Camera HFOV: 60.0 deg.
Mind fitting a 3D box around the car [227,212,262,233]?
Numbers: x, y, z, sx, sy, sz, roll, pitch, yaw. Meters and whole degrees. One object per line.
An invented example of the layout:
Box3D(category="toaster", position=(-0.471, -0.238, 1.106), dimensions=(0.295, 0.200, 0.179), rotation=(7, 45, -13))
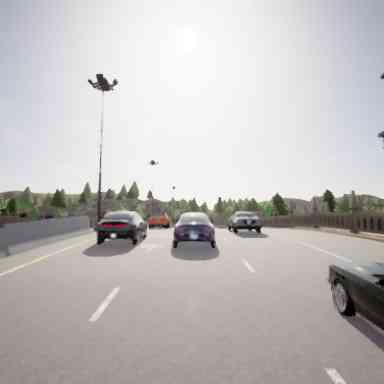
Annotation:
Box3D(category="car", position=(3.602, 2.120, 23.457), dimensions=(2.033, 1.411, 5.357), rotation=(0, -4, 0))

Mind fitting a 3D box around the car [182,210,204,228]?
Box3D(category="car", position=(0.103, 2.824, 34.030), dimensions=(2.097, 1.767, 4.553), rotation=(0, -6, 0))

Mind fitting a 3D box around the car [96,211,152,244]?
Box3D(category="car", position=(-3.399, 1.727, 16.791), dimensions=(1.837, 1.490, 4.892), rotation=(0, -2, 0))

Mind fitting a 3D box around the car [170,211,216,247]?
Box3D(category="car", position=(0.101, 1.710, 15.756), dimensions=(1.812, 1.442, 4.674), rotation=(0, -2, 0))

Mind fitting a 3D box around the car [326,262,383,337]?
Box3D(category="car", position=(3.600, 1.608, 4.545), dimensions=(1.895, 1.301, 4.718), rotation=(0, 0, 0))

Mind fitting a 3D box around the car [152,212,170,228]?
Box3D(category="car", position=(-3.397, 3.000, 35.705), dimensions=(2.097, 1.767, 4.553), rotation=(0, -6, 0))
